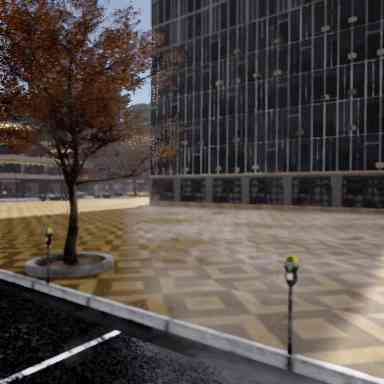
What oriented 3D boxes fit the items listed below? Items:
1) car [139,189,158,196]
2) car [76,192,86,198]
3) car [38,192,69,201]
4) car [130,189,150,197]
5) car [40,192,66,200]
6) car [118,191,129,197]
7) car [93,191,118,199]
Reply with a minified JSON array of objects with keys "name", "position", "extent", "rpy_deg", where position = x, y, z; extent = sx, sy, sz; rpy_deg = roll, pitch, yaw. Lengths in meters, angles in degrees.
[{"name":"car","position":[-11.581,0.052,88.603],"extent":[2.192,1.841,5.009],"rpy_deg":[2,2,35]},{"name":"car","position":[-24.265,0.634,70.295],"extent":[2.008,1.369,4.403],"rpy_deg":[2,2,35]},{"name":"car","position":[-23.715,0.899,56.367],"extent":[2.008,1.369,4.403],"rpy_deg":[2,2,35]},{"name":"car","position":[-10.937,0.523,74.822],"extent":[1.752,1.417,4.829],"rpy_deg":[2,2,35]},{"name":"car","position":[-27.434,0.737,65.716],"extent":[1.947,1.339,4.313],"rpy_deg":[2,2,35]},{"name":"car","position":[-17.925,0.476,79.453],"extent":[1.947,1.339,4.313],"rpy_deg":[2,2,35]},{"name":"car","position":[-17.375,0.725,65.525],"extent":[2.008,1.369,4.403],"rpy_deg":[2,2,35]}]
